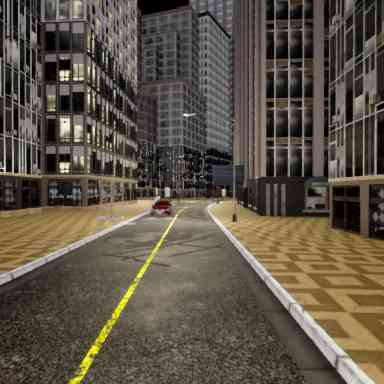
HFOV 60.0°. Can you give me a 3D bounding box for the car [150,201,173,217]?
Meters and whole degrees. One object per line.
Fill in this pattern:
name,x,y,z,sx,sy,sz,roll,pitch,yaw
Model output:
car,-2.787,1.545,31.223,1.812,1.442,4.674,0,0,0
